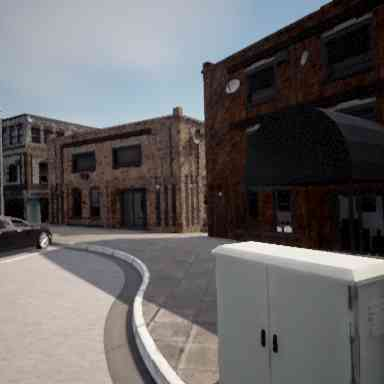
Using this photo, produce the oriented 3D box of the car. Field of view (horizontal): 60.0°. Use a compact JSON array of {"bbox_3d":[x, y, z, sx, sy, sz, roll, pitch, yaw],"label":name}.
[{"bbox_3d":[-7.524,1.699,12.994,2.231,1.521,4.892,-1,-1,13],"label":"car"}]
